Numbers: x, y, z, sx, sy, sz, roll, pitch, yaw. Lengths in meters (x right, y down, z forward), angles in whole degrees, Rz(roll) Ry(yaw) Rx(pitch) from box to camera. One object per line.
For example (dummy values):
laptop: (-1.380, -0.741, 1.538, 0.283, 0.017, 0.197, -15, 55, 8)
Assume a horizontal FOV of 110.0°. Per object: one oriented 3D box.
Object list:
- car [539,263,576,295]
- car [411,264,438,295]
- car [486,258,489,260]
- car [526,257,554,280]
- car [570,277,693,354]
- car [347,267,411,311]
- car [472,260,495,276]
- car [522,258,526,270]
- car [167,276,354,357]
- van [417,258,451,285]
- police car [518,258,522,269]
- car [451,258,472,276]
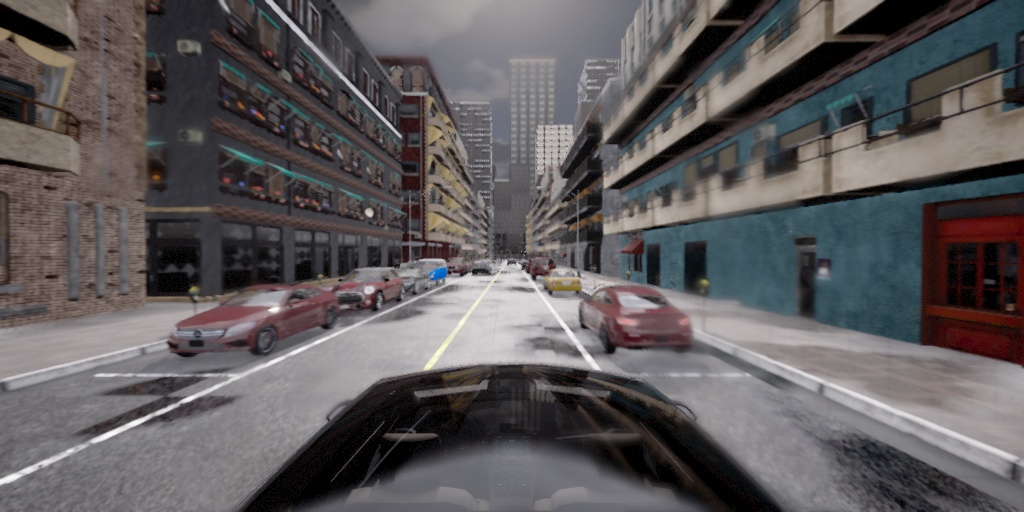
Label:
car: (2.682, 1.282, 19.881, 1.751, 1.417, 4.829, 0, 0, 0)
car: (-5.666, 1.307, 19.736, 2.007, 1.370, 4.403, 0, 0, 0)
car: (-5.717, 1.358, 64.553, 1.802, 1.307, 4.207, 0, 0, 0)
car: (2.677, 1.075, 30.915, 2.192, 1.841, 5.009, 0, 0, 0)
car: (2.686, 1.334, 8.507, 1.802, 1.307, 4.207, 0, 0, 0)
car: (-5.664, 1.194, 14.134, 1.967, 1.591, 4.097, 0, 0, 0)
car: (-3.098, 1.364, 37.159, 1.895, 1.301, 4.718, 0, 0, 0)
car: (2.673, 1.080, 42.119, 2.192, 1.841, 5.009, 0, 0, 0)
car: (-5.662, 1.335, 8.533, 1.802, 1.307, 4.207, 0, 0, 0)
van: (-5.668, 1.100, 25.338, 1.690, 1.789, 3.998, 0, 0, 0)
police car: (2.345, 1.195, 53.065, 1.930, 1.638, 5.238, 0, 0, 0)
car: (-5.696, 1.078, 36.542, 2.192, 1.841, 5.009, 0, 0, 0)
